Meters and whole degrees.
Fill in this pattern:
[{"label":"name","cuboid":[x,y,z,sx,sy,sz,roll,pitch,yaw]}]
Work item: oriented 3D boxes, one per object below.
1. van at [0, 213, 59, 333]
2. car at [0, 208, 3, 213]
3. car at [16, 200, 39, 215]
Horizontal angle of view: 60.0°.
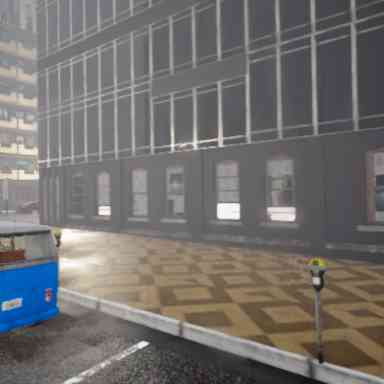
[{"label":"van","cuboid":[-4.026,1.345,5.766,3.998,1.788,1.690,0,-1,36]},{"label":"car","cuboid":[-19.107,1.498,28.065,2.033,1.411,5.357,-2,-1,41]},{"label":"car","cuboid":[-13.649,1.420,30.401,1.887,1.381,4.507,-1,-1,36]}]
